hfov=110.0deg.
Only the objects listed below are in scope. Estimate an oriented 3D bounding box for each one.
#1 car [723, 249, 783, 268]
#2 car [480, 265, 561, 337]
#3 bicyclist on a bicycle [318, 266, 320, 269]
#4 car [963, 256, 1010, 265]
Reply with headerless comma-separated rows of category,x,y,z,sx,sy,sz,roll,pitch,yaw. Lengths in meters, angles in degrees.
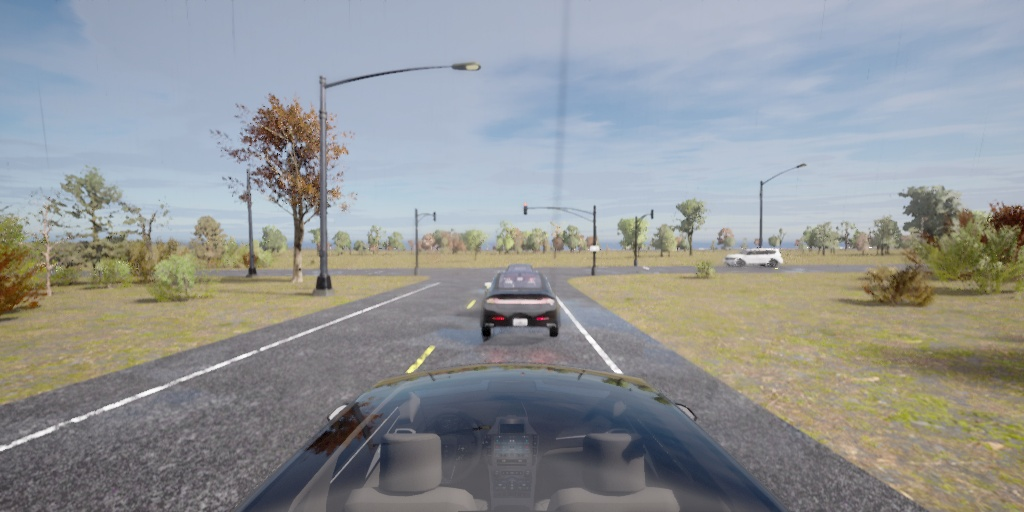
car,26.411,0.236,39.351,5.566,2.045,2.150,-1,2,5
car,0.220,1.161,9.973,2.128,1.511,4.902,0,1,1
bicyclist on a bicycle,-25.338,0.918,47.873,0.582,1.620,1.656,-1,1,5
car,49.376,0.270,37.284,5.008,1.535,1.882,0,2,5
